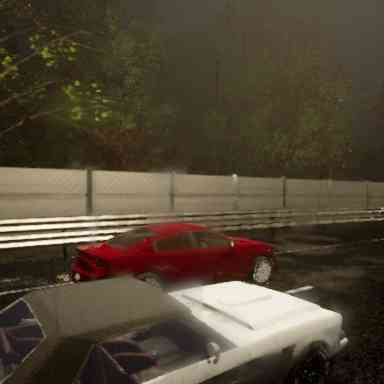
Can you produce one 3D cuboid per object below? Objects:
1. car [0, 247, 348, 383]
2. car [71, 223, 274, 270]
[{"bbox_3d":[-0.512,1.598,3.318,4.718,1.301,1.895,0,0,-35],"label":"car"},{"bbox_3d":[-0.164,1.475,7.793,5.008,1.535,1.882,0,0,-34],"label":"car"}]
